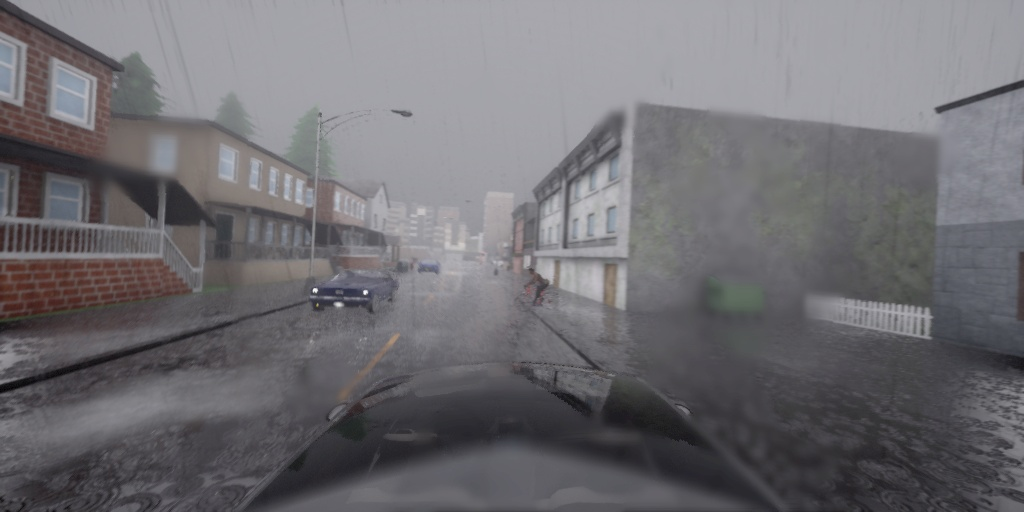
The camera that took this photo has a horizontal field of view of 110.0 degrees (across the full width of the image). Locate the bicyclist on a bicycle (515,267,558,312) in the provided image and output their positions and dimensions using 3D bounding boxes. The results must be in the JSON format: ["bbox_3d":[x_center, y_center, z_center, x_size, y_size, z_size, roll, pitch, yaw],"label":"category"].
[{"bbox_3d":[0.890,1.240,13.239,1.656,1.620,0.582,-2,0,-7],"label":"bicyclist on a bicycle"}]

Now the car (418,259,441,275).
[{"bbox_3d":[-8.226,1.013,36.086,1.882,1.535,5.008,3,-1,-7],"label":"car"}]

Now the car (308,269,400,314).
[{"bbox_3d":[-5.393,1.140,12.842,1.895,1.301,4.718,3,0,-7],"label":"car"}]
